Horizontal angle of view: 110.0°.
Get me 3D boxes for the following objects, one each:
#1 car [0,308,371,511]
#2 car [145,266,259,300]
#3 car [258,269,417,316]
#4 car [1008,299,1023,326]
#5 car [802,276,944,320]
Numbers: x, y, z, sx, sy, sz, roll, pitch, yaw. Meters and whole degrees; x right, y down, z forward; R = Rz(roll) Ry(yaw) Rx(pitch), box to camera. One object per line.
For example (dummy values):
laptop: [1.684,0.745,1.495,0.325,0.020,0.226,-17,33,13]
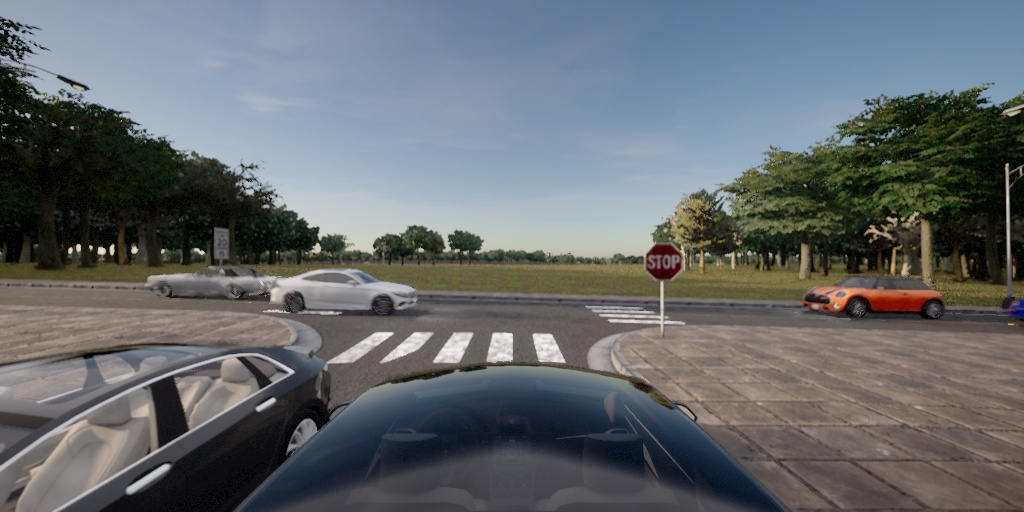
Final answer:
car: [-2.637,1.301,1.867,2.007,1.370,4.403,0,0,0]
car: [-12.506,1.096,15.294,4.718,1.301,1.895,2,-1,0]
car: [-5.666,1.175,12.334,4.674,1.442,1.812,2,-1,0]
car: [20.135,1.903,12.298,4.674,1.442,1.812,2,-1,0]
car: [15.164,1.624,15.257,4.553,1.767,2.097,2,-1,0]
